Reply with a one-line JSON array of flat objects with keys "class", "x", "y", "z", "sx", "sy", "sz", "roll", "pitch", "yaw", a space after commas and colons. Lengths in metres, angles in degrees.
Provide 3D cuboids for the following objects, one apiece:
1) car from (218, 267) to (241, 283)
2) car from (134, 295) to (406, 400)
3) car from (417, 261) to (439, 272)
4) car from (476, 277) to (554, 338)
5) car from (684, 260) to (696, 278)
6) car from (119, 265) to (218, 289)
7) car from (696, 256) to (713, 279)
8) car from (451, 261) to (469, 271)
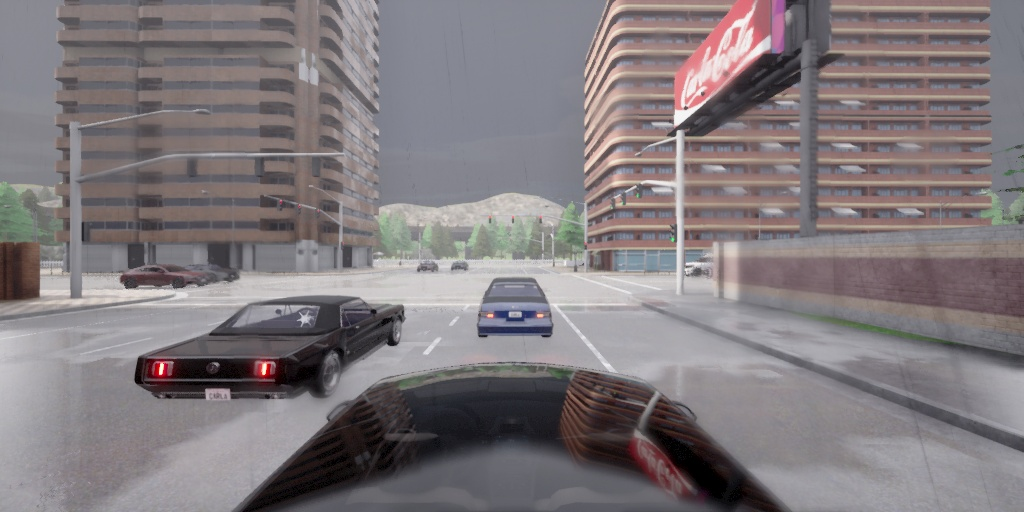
[{"class": "car", "x": -22.161, "y": 1.313, "z": 25.838, "sx": 4.181, "sy": 1.385, "sz": 1.994, "roll": 0, "pitch": 0, "yaw": -2}, {"class": "car", "x": -3.450, "y": 1.351, "z": 6.453, "sx": 1.895, "sy": 1.301, "sz": 4.718, "roll": 0, "pitch": 0, "yaw": 0}, {"class": "car", "x": -10.654, "y": 1.312, "z": 45.574, "sx": 1.994, "sy": 1.385, "sz": 4.181, "roll": 0, "pitch": 0, "yaw": 1}, {"class": "car", "x": 0.065, "y": 1.297, "z": 10.176, "sx": 2.033, "sy": 1.411, "sz": 5.357, "roll": 0, "pitch": 0, "yaw": 0}, {"class": "car", "x": 18.434, "y": 0.969, "z": 33.241, "sx": 5.566, "sy": 2.045, "sz": 2.150, "roll": 0, "pitch": 0, "yaw": 0}, {"class": "car", "x": -21.476, "y": 1.275, "z": 22.263, "sx": 4.674, "sy": 1.442, "sz": 1.812, "roll": 0, "pitch": 0, "yaw": 0}, {"class": "car", "x": 18.285, "y": 1.100, "z": 29.738, "sx": 4.553, "sy": 1.767, "sz": 2.097, "roll": 0, "pitch": 0, "yaw": 0}, {"class": "car", "x": -7.141, "y": 1.312, "z": 49.394, "sx": 1.994, "sy": 1.385, "sz": 4.181, "roll": 0, "pitch": 0, "yaw": 1}]
